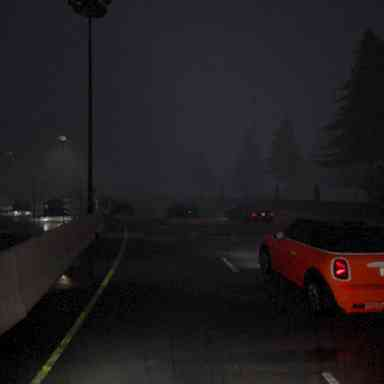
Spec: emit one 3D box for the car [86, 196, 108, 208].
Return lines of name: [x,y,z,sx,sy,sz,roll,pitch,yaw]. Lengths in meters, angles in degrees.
car: [-13.947,1.471,48.614,1.801,1.575,5.366,0,0,-29]

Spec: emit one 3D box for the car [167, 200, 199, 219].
car: [-0.862,1.465,28.925,1.882,1.535,5.008,0,0,-16]

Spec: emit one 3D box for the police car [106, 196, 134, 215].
police car: [-7.208,1.429,33.911,1.930,1.638,5.238,0,0,-20]

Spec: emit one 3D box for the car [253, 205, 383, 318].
car: [3.086,1.339,7.621,2.097,1.767,4.553,0,0,-4]

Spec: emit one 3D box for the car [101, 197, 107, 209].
car: [-11.066,1.361,43.056,2.097,1.767,4.553,0,0,-26]

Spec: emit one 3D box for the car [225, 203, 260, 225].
car: [4.076,1.522,24.188,2.033,1.411,5.357,0,0,-14]
